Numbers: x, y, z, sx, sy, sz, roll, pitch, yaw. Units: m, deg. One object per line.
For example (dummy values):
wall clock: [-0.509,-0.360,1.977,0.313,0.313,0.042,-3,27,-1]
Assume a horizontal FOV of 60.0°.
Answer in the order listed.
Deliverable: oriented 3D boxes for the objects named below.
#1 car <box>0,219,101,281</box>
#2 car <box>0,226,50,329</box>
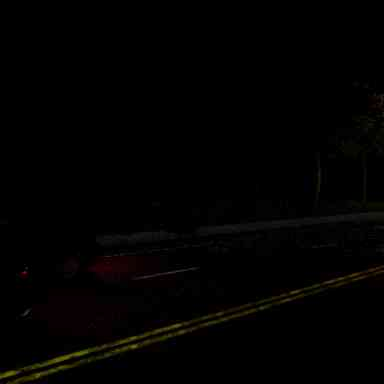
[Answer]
car: [-4.833,1.472,8.222,5.008,1.535,1.882,0,0,-35]
car: [-4.732,1.501,4.303,4.902,1.511,2.128,0,0,-35]
